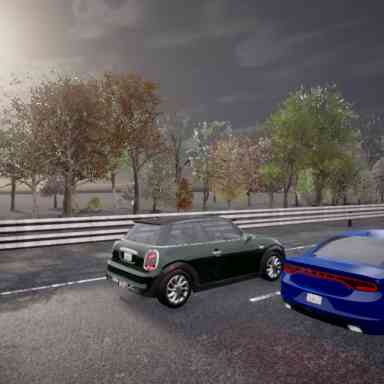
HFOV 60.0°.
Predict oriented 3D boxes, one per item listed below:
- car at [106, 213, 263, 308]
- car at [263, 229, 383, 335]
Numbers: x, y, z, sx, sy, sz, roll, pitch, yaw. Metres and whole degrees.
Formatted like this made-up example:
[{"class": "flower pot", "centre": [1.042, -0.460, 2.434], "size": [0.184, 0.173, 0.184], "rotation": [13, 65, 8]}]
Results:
[{"class": "car", "centre": [0.321, 1.352, 8.195], "size": [4.553, 1.767, 2.097], "rotation": [0, 0, -39]}, {"class": "car", "centre": [3.878, 1.477, 6.509], "size": [5.008, 1.535, 1.882], "rotation": [0, 0, -35]}]
